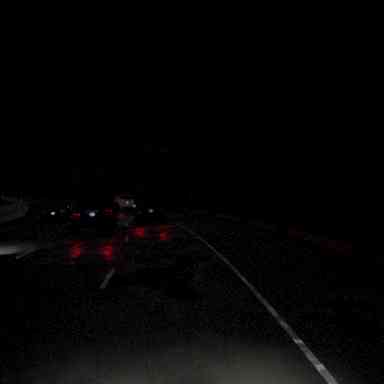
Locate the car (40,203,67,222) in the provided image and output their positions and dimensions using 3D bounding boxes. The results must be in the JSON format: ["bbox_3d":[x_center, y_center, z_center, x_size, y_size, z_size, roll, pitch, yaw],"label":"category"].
[{"bbox_3d":[-11.086,1.596,27.153,1.994,1.385,4.181,0,0,-16],"label":"car"}]

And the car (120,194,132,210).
[{"bbox_3d":[-8.504,1.248,40.871,2.150,2.045,5.566,0,0,-23],"label":"car"}]

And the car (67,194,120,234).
[{"bbox_3d":[-5.576,1.237,19.556,2.150,2.045,5.566,0,0,-11],"label":"car"}]

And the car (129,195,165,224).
[{"bbox_3d":[-3.351,1.360,25.162,2.097,1.767,4.553,0,0,-14],"label":"car"}]

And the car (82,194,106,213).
[{"bbox_3d":[-11.701,1.255,39.568,2.150,2.045,5.566,0,0,-23],"label":"car"}]
